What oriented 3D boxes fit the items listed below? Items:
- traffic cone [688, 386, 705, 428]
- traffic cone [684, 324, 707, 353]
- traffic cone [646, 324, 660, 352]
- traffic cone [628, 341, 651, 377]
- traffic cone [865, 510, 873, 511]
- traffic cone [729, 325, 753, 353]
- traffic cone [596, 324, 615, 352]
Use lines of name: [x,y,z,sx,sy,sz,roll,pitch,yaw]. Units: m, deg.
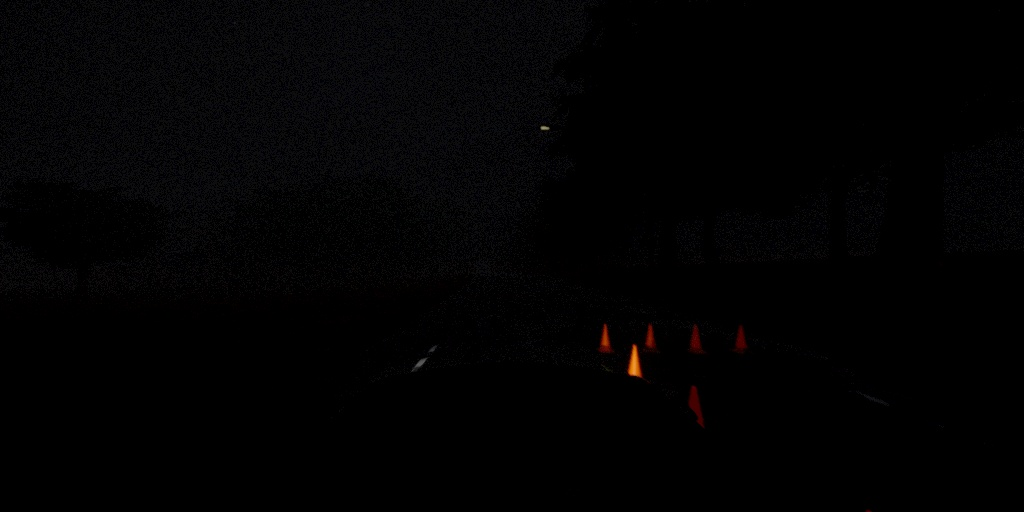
traffic cone: [2.029,1.750,3.998,0.340,0.580,0.340,0,0,1]
traffic cone: [4.079,1.821,7.972,0.340,0.580,0.340,0,0,1]
traffic cone: [3.079,1.814,7.985,0.340,0.580,0.340,0,0,1]
traffic cone: [2.054,1.777,5.998,0.340,0.580,0.340,0,0,1]
traffic cone: [2.003,1.726,1.998,0.340,0.580,0.340,0,0,1]
traffic cone: [5.078,1.829,7.959,0.340,0.580,0.340,0,0,1]
traffic cone: [2.079,1.806,7.997,0.340,0.580,0.340,0,0,1]
